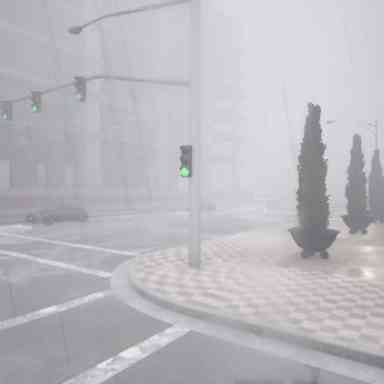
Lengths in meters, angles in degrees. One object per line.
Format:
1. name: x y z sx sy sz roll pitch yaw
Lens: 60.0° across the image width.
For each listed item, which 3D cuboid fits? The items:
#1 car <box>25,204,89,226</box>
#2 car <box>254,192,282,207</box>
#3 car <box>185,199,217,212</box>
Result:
1. car: -9.364 1.530 23.348 1.994 1.385 4.181 0 0 36
2. car: 11.833 1.280 52.555 2.150 2.045 5.566 0 0 36
3. car: 1.066 1.532 37.796 1.994 1.385 4.181 0 0 36
